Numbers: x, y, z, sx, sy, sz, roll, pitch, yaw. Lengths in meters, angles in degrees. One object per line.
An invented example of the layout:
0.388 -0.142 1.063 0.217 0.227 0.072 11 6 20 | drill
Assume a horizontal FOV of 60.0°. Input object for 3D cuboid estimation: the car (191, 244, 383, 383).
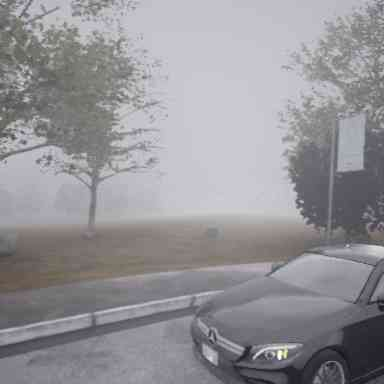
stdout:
2.242 1.531 4.731 4.674 1.442 1.812 1 -1 -29 | car
